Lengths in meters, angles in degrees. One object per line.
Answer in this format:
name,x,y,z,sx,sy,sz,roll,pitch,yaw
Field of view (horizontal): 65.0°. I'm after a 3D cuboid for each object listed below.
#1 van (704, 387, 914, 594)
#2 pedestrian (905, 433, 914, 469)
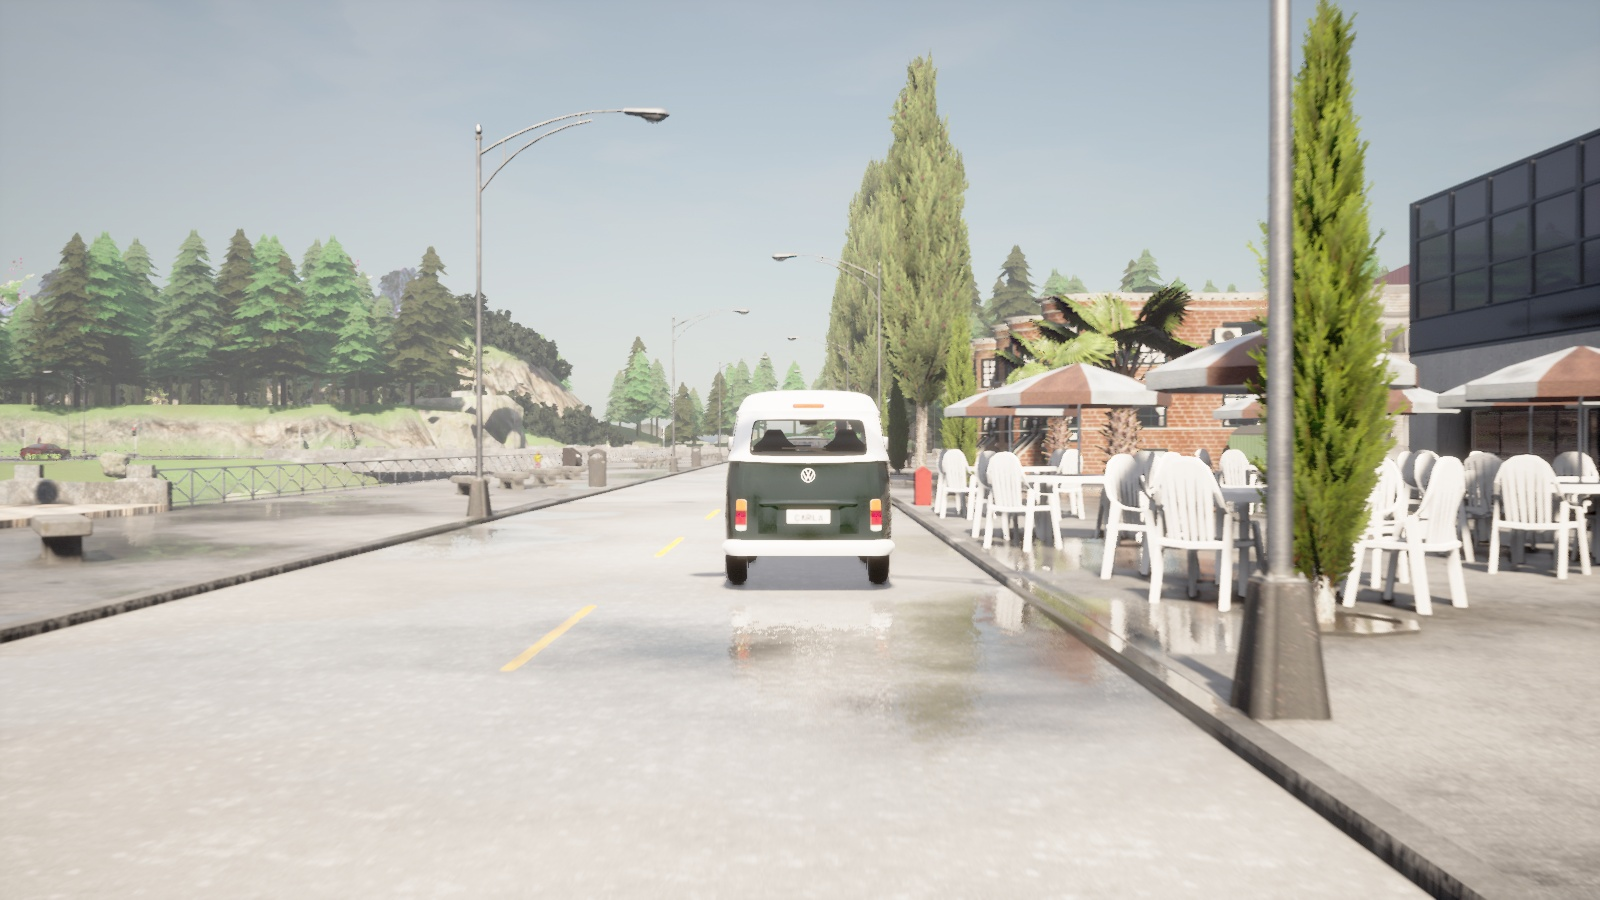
van,0.096,0.387,14.630,2.069,2.038,4.480,0,0,0
pedestrian,5.984,0.074,68.669,0.423,1.949,0.788,0,0,1
